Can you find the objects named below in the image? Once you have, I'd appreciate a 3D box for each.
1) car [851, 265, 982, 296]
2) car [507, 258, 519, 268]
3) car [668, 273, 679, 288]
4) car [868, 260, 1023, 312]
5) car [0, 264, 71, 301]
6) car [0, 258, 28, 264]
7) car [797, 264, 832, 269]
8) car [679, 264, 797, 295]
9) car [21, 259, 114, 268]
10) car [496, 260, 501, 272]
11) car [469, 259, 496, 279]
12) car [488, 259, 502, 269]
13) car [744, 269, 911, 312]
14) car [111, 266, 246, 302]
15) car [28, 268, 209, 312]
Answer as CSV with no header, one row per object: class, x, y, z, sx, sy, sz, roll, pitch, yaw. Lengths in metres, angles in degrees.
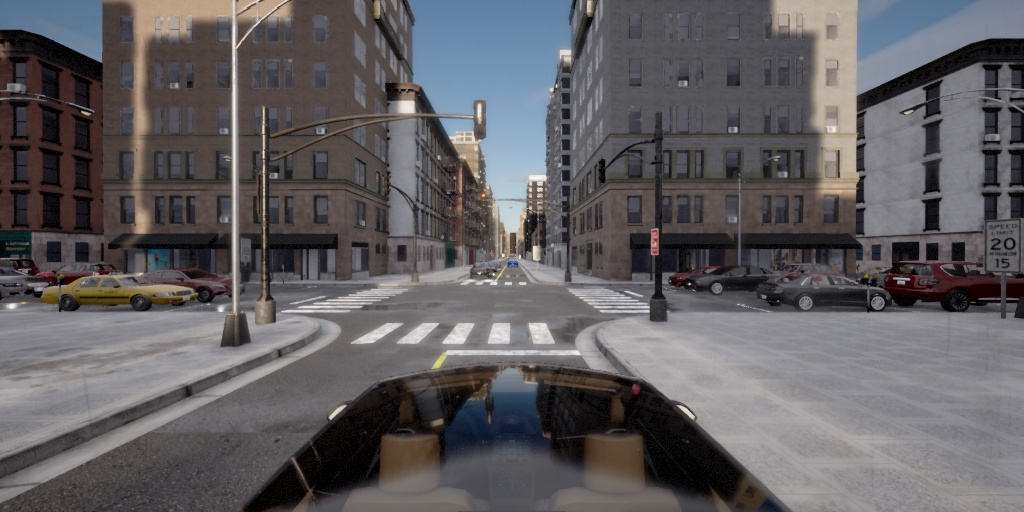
car,21.404,1.255,19.115,4.892,1.490,1.837,0,0,0
car,0.153,1.247,63.171,1.882,1.535,5.008,0,0,0
car,11.820,1.280,21.687,4.507,1.381,1.888,0,0,0
car,17.202,1.090,13.644,5.009,1.841,2.192,0,0,0
car,-23.930,1.247,16.312,4.902,1.511,2.128,0,0,0
car,-32.011,1.042,21.833,5.009,1.841,2.192,0,0,0
car,17.229,1.176,21.669,4.097,1.591,1.967,0,0,0
car,11.922,1.253,19.143,4.892,1.490,1.837,0,0,0
car,-26.349,1.168,21.814,4.097,1.591,1.967,0,0,0
car,-2.744,1.306,43.705,2.033,1.411,5.357,0,0,0
car,-2.772,1.260,33.061,1.837,1.490,4.892,0,0,0
car,-2.688,1.292,57.344,1.812,1.442,4.674,0,1,1
car,11.793,1.325,13.662,4.403,1.370,2.007,0,0,0
car,-14.774,1.282,16.265,4.674,1.442,1.812,0,0,0
car,-14.883,1.294,13.751,4.829,1.417,1.751,0,0,0
